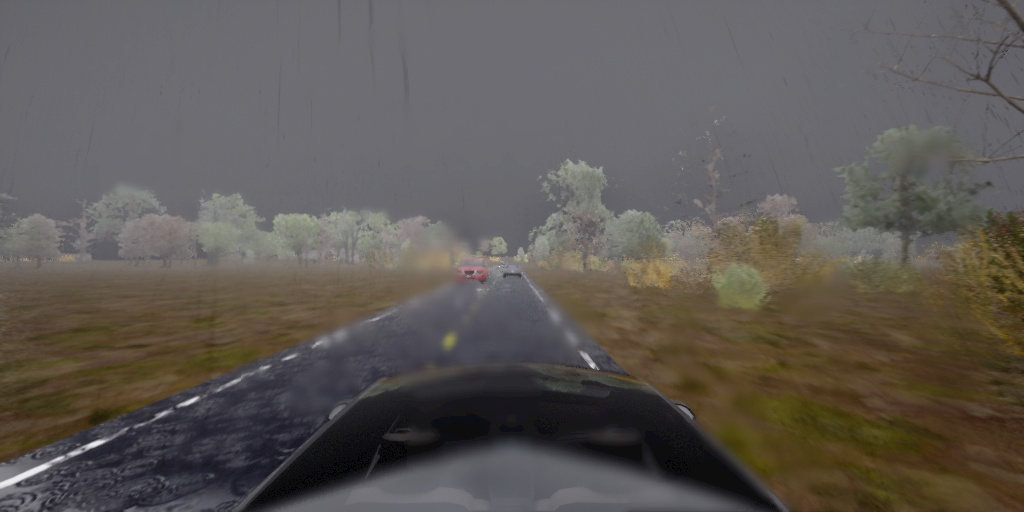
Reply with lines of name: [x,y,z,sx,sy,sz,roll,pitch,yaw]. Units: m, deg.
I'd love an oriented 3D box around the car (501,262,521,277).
car: [0.058,1.644,40.646,1.994,1.385,4.181,0,0,0]

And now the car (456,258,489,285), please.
car: [-3.117,1.217,29.208,2.150,2.045,5.566,0,-1,0]
